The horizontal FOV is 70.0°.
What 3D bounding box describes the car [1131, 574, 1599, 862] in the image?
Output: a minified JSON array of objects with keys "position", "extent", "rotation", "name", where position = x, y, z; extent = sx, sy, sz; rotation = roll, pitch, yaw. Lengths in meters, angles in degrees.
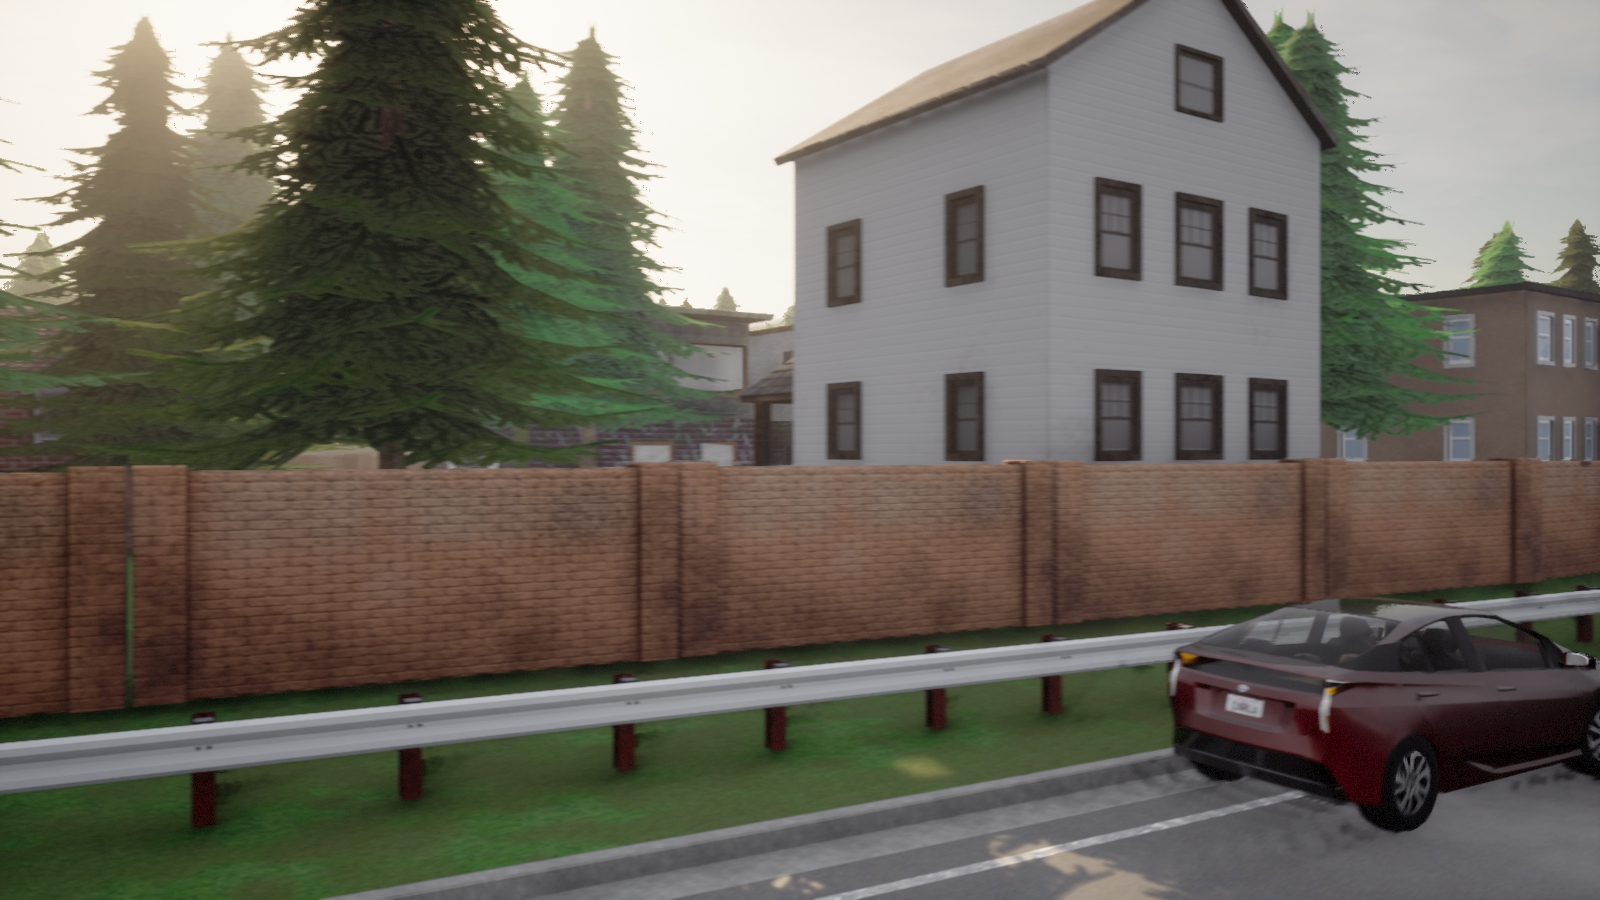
[{"position":[5.204,2.040,9.802],"extent":[4.514,1.525,2.007],"rotation":[0,0,-31],"name":"car"}]
